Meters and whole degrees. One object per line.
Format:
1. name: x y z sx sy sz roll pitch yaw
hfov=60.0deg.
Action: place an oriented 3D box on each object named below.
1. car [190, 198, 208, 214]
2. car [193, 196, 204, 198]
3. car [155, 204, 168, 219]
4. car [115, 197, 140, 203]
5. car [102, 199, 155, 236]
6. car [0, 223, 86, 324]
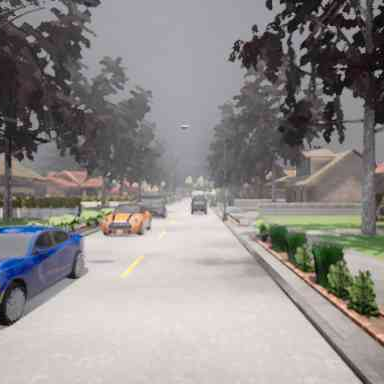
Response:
1. car: 0.819 1.806 39.011 1.837 1.490 4.892 0 0 1
2. car: 0.994 1.601 49.178 2.150 2.045 5.566 0 0 2
3. car: -3.458 1.809 31.893 1.994 1.385 4.181 0 0 1
4. car: -15.130 1.926 78.424 5.357 1.415 2.033 0 0 1
5. car: -3.707 1.502 19.564 2.097 1.767 4.553 0 0 2
6. car: -3.980 1.535 7.452 1.882 1.535 5.008 0 -1 1
